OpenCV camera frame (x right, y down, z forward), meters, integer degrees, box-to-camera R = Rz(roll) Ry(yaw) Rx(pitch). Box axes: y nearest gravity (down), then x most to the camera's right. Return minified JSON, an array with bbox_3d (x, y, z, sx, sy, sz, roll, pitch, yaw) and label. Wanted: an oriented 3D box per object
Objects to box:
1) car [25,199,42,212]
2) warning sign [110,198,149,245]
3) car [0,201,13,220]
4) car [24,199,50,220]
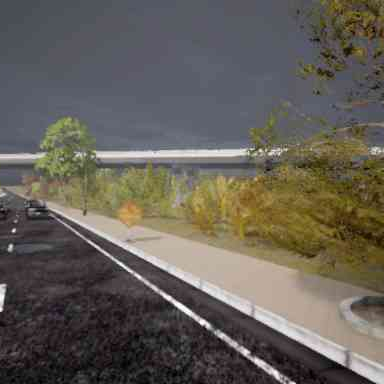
[{"bbox_3d":[-20.546,1.734,42.996,1.837,1.490,4.892,1,-1,-27],"label":"car"},{"bbox_3d":[-2.691,1.229,14.326,1.300,1.860,1.060,3,0,-27],"label":"warning sign"},{"bbox_3d":[-16.876,1.604,28.615,2.128,1.511,4.902,1,-1,-27],"label":"car"},{"bbox_3d":[-14.000,1.647,30.121,2.128,1.511,4.902,1,-1,-27],"label":"car"}]
